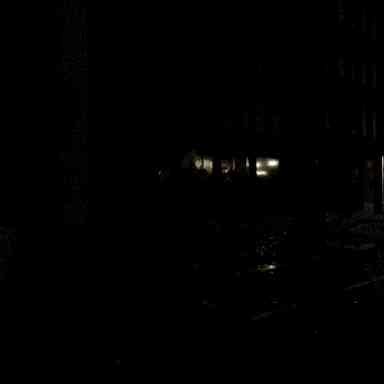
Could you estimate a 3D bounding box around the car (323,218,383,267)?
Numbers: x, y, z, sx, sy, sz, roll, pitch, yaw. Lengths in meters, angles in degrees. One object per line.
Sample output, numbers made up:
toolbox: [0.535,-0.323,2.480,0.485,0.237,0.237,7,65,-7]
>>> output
car: [6.208,1.556,11.241,4.206,1.307,1.802,0,0,-36]
